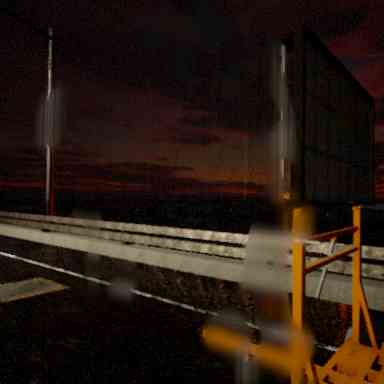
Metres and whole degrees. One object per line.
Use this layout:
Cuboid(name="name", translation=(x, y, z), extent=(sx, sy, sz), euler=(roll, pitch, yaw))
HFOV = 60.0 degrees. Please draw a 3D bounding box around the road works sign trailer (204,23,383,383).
Cuboid(name="road works sign trailer", translation=(1.299, 0.534, 3.421), extent=(2.880, 3.560, 2.380), euler=(0, -1, 39))
